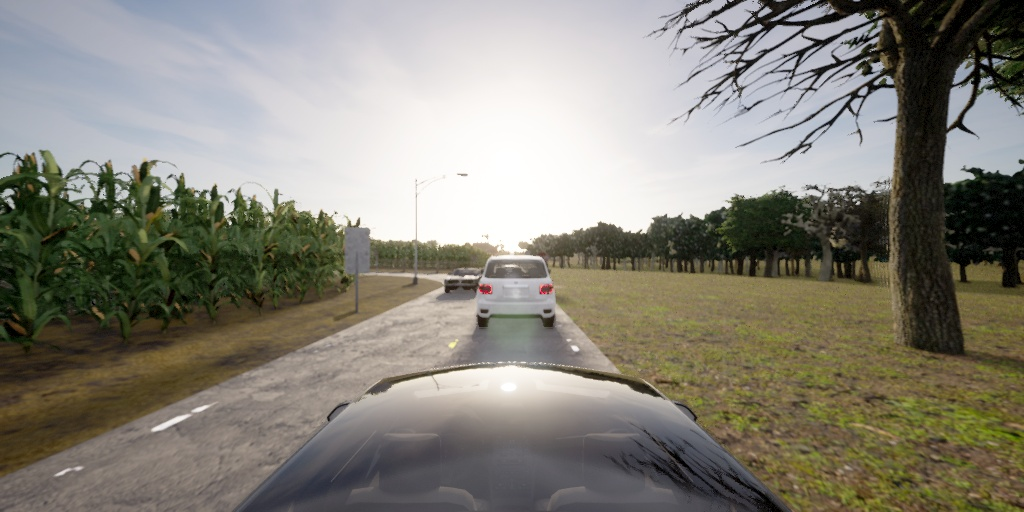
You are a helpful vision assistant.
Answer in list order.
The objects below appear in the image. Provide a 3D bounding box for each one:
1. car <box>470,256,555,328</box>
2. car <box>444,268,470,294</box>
[{"bbox_3d":[0.124,1.012,11.720,2.150,2.045,5.566,0,0,1],"label":"car"},{"bbox_3d":[-2.709,1.404,21.010,1.895,1.301,4.718,0,0,0],"label":"car"}]
